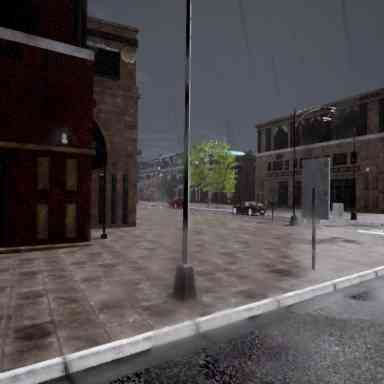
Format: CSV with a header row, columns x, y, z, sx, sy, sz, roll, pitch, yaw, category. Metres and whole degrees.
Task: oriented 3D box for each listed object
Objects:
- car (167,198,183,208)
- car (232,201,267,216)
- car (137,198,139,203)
x,y,z,sx,sy,sz,roll,pitch,yaw,category
-2.180,1.627,49.292,1.887,1.381,4.507,1,-1,-27,car
5.765,1.628,33.747,2.008,1.369,4.403,1,-1,-27,car
-12.206,1.671,68.990,1.802,1.307,4.206,1,-1,-27,car
